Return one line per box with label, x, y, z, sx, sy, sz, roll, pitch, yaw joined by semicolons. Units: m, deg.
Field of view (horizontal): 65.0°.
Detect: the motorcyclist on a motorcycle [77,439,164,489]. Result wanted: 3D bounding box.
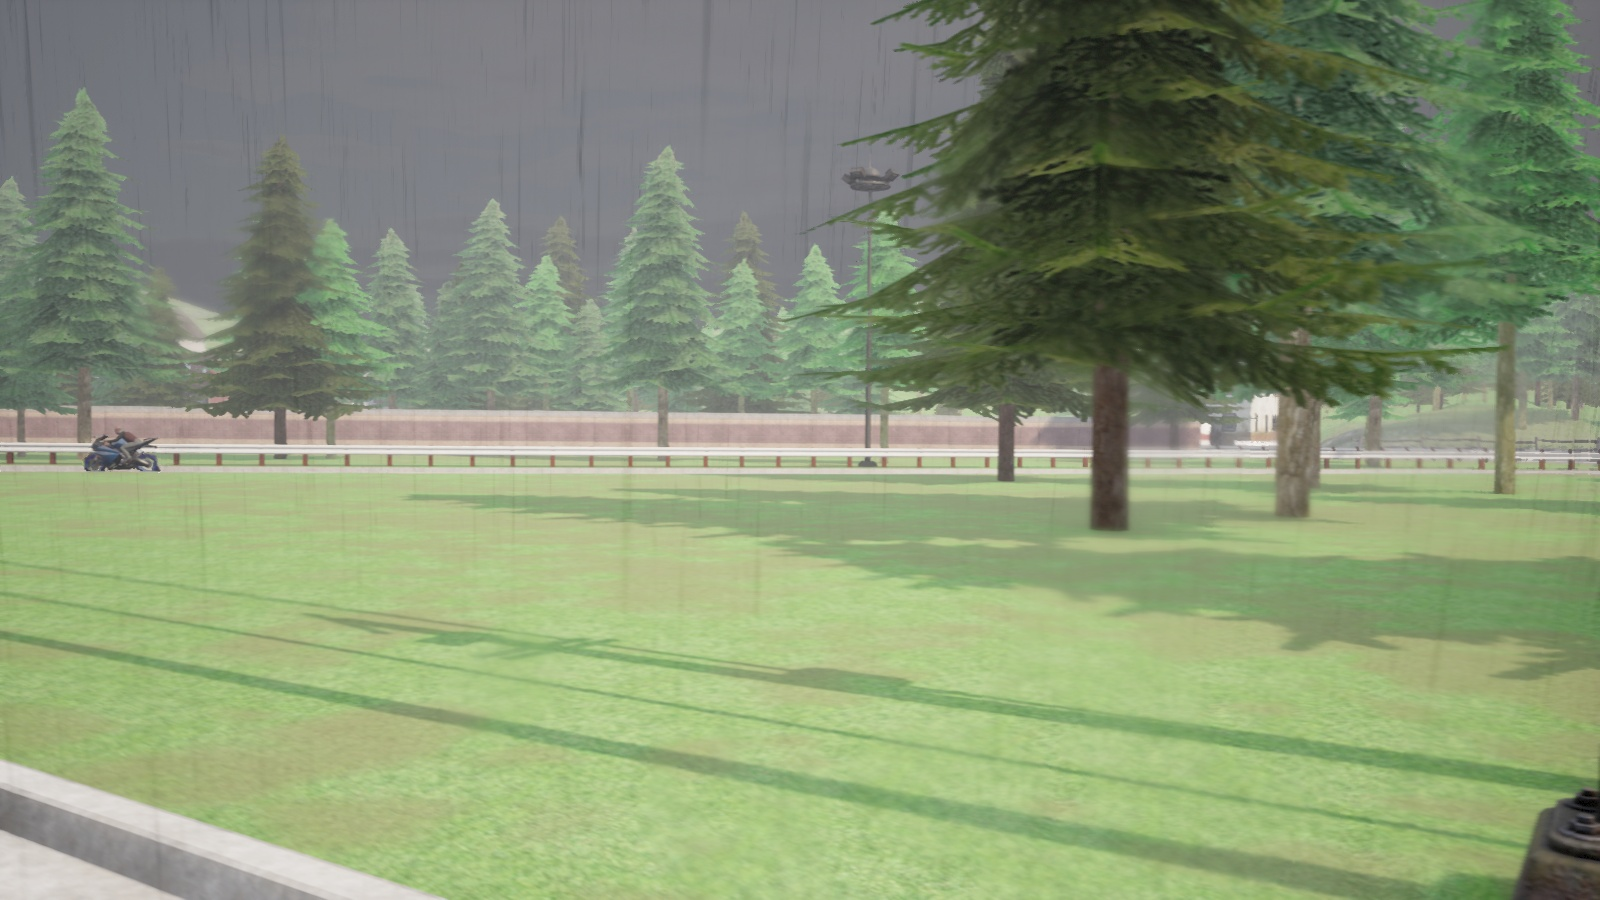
motorcyclist on a motorcycle;-21.227;0.423;39.256;2.191;1.530;0.866;-1;1;-7
